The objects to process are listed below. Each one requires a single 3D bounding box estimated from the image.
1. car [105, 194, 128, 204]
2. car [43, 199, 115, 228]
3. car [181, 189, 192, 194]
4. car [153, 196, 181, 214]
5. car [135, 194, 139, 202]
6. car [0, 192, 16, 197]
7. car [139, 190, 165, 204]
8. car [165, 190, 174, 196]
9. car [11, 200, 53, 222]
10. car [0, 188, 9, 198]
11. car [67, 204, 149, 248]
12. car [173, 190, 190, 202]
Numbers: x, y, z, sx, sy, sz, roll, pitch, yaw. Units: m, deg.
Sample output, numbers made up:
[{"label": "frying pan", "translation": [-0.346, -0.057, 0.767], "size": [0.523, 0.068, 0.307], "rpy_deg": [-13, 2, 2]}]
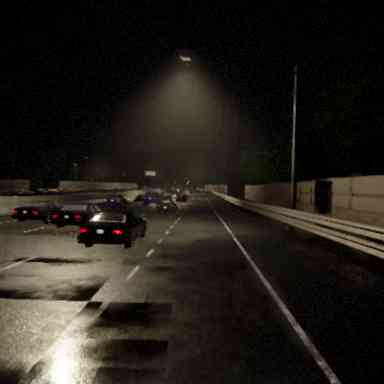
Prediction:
[{"label": "car", "translation": [-9.430, 1.038, 41.559], "size": [2.097, 1.767, 4.553], "rpy_deg": [2, 0, 1]}, {"label": "car", "translation": [-6.514, 1.347, 19.935], "size": [2.033, 1.411, 5.357], "rpy_deg": [2, 0, 2]}, {"label": "car", "translation": [-1.541, 0.673, 84.652], "size": [1.882, 1.535, 5.008], "rpy_deg": [2, 1, 1]}, {"label": "car", "translation": [-2.601, 1.477, 35.072], "size": [1.994, 1.385, 4.181], "rpy_deg": [2, 0, 1]}, {"label": "car", "translation": [-9.009, 1.026, 59.981], "size": [2.033, 1.411, 5.357], "rpy_deg": [2, 1, 1]}, {"label": "car", "translation": [-20.162, 0.736, 34.733], "size": [2.097, 1.767, 4.553], "rpy_deg": [2, 0, 2]}, {"label": "car", "translation": [-5.752, 0.960, 48.778], "size": [2.150, 2.045, 5.566], "rpy_deg": [2, 1, 1]}, {"label": "car", "translation": [-5.299, 0.931, 70.322], "size": [1.994, 1.385, 4.181], "rpy_deg": [2, 1, 1]}, {"label": "car", "translation": [-9.943, 1.243, 22.408], "size": [2.033, 1.411, 5.357], "rpy_deg": [2, 0, 2]}, {"label": "car", "translation": [-30.214, 0.185, 50.167], "size": [2.033, 1.411, 5.357], "rpy_deg": [2, 1, 1]}, {"label": "car", "translation": [-3.182, 1.448, 14.263], "size": [2.033, 1.411, 5.357], "rpy_deg": [2, 0, 2]}, {"label": "car", "translation": [-1.942, 0.983, 62.984], "size": [2.097, 1.767, 4.553], "rpy_deg": [2, 1, 1]}]
